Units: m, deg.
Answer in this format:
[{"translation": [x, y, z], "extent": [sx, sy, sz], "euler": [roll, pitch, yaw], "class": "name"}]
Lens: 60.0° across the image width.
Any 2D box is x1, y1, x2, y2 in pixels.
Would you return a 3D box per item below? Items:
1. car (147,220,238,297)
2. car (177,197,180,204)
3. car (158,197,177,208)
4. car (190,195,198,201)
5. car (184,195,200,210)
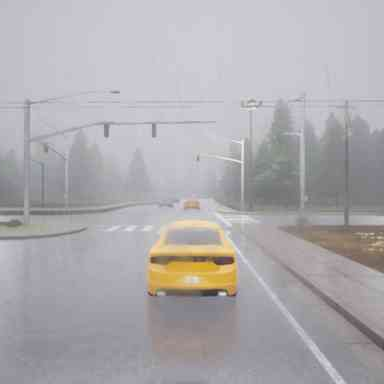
[{"translation": [0.043, 1.469, 8.641], "extent": [1.882, 1.535, 5.008], "euler": [0, 0, 1], "class": "car"}, {"translation": [-3.457, 1.564, 65.129], "extent": [1.895, 1.301, 4.718], "euler": [0, 0, 1], "class": "car"}, {"translation": [-3.612, 1.521, 47.187], "extent": [2.033, 1.411, 5.357], "euler": [0, 0, 0], "class": "car"}, {"translation": [0.637, 1.395, 83.257], "extent": [1.837, 1.490, 4.892], "euler": [0, 0, 2], "class": "car"}, {"translation": [-0.012, 1.454, 42.304], "extent": [1.882, 1.535, 5.008], "euler": [0, 0, 0], "class": "car"}]
